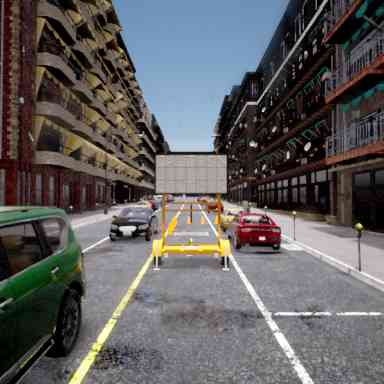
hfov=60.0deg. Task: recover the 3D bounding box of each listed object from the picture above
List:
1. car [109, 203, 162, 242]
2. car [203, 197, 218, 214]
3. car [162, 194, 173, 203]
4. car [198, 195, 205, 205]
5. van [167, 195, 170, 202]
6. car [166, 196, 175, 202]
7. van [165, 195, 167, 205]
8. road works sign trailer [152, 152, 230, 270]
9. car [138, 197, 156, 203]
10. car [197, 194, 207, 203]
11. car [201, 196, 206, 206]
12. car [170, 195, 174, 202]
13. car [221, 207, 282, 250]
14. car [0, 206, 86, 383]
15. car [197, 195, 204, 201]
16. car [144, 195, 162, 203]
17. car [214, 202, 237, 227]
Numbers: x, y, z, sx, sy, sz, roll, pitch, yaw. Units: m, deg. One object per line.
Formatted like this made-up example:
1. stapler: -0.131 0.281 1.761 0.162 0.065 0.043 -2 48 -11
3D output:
1. car: -2.790 1.512 16.673 2.128 1.511 4.902 0 0 0
2. car: 2.509 1.609 36.460 1.887 1.381 4.507 1 0 0
3. car: -5.447 1.518 75.219 2.192 1.841 5.009 1 0 0
4. car: 2.463 1.678 58.583 1.887 1.381 4.507 1 0 0
5. van: -5.413 1.474 58.629 1.690 1.788 3.998 1 0 0
6. car: -5.477 1.822 86.281 1.947 1.339 4.313 1 0 0
7. van: -5.400 1.454 53.097 1.690 1.788 3.998 2 0 0
8. road works sign trailer: -0.022 0.475 10.998 2.380 3.560 2.880 0 0 0
9. car: -5.370 1.589 36.336 1.752 1.417 4.829 2 0 0
10. car: 2.387 1.543 80.707 2.192 1.841 5.009 1 0 0
11. car: 2.497 1.629 41.991 2.008 1.369 4.403 1 0 0
12. car: -5.436 1.494 69.690 2.192 1.841 5.009 1 0 0
13. car: 2.556 1.561 14.337 1.887 1.381 4.507 1 0 0
14. car: -2.749 1.224 3.125 2.150 2.045 5.566 0 0 0
15. car: 2.360 1.726 91.770 1.967 1.590 4.097 1 0 0
16. car: -5.376 1.394 42.038 2.192 1.841 5.009 2 0 0
17. car: 2.545 1.551 20.039 1.752 1.417 4.829 1 0 0
